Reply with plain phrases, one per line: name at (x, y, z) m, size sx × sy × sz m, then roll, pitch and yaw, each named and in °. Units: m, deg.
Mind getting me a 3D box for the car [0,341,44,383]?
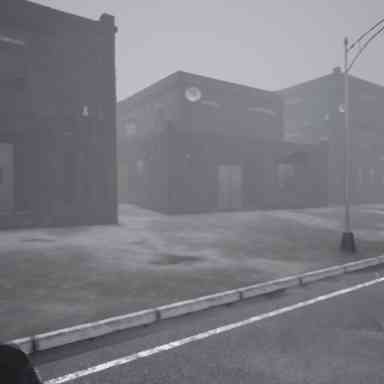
car at (-2.803, 1.564, 1.388) m, size 4.181 × 1.385 × 1.994 m, roll 0°, pitch 0°, yaw -35°
